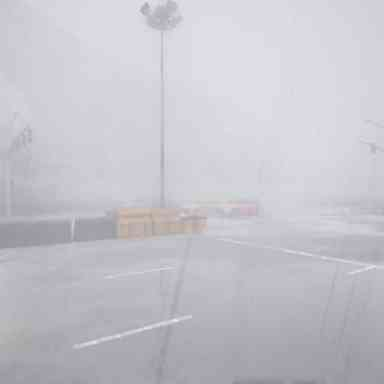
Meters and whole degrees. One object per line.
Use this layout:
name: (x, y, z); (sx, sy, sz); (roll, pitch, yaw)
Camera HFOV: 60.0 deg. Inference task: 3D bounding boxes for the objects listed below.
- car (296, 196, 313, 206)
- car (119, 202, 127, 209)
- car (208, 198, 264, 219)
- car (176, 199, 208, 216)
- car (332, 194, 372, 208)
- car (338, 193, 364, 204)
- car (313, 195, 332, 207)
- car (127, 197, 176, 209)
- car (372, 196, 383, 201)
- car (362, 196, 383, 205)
car: (18.126, 1.319, 51.378); (4.902, 1.511, 2.128); (0, 0, -36)
car: (-5.283, 1.306, 34.640); (4.553, 1.767, 2.097); (0, 0, -36)
car: (4.003, 1.291, 28.373); (4.553, 1.767, 2.097); (0, 0, -36)
car: (1.364, 1.419, 30.788); (5.008, 1.535, 1.882); (0, 0, -36)
car: (21.942, 1.375, 45.511); (5.357, 1.411, 2.033); (0, 0, -36)
car: (27.867, 1.127, 58.295); (4.553, 1.767, 2.097); (0, 0, -35)
car: (20.395, 1.178, 48.698); (4.553, 1.767, 2.097); (0, 0, -35)
car: (-3.345, 1.459, 31.722); (4.892, 1.490, 1.837); (0, 0, -36)
car: (26.241, 1.342, 44.276); (4.674, 1.442, 1.812); (0, 0, -36)
car: (30.665, 1.333, 55.996); (4.181, 1.385, 1.994); (0, 0, -35)
